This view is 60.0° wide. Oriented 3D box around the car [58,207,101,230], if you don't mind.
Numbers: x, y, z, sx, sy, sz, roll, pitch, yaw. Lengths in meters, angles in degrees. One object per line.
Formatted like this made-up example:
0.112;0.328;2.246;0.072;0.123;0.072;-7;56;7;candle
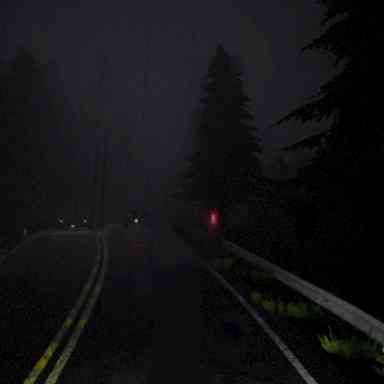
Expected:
-7.140;1.670;21.710;2.033;1.411;5.357;0;-2;-7;car

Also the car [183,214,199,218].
0.016;3.679;42.566;1.837;1.490;4.892;-3;-10;26;car

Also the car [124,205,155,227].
-3.803;1.725;24.039;1.837;1.490;4.892;0;-3;-4;car

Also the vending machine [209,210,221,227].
2.860;3.292;41.410;1.100;2.100;0.880;3;-3;28;vending machine
